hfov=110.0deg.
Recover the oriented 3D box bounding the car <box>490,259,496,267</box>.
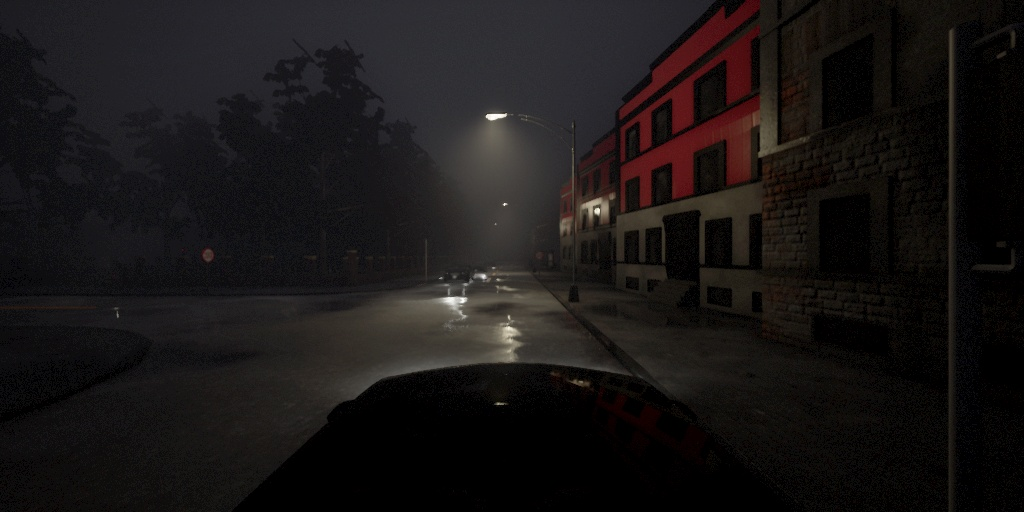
[{"bbox_3d":[-3.860,1.255,63.204,1.994,1.385,4.181,0,0,0],"label":"car"}]

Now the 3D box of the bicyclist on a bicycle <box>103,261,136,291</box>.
[{"bbox_3d":[-21.808,1.082,19.946,0.582,1.620,1.656,0,0,0],"label":"bicyclist on a bicycle"}]

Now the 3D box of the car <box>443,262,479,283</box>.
[{"bbox_3d":[-4.041,1.216,27.811,2.128,1.511,4.902,0,0,0],"label":"car"}]

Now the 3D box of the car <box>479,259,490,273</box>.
[{"bbox_3d":[-4.001,1.312,42.244,1.895,1.301,4.718,0,0,0],"label":"car"}]
